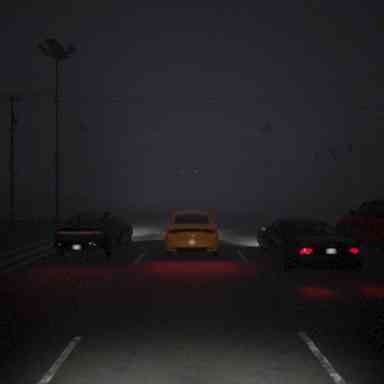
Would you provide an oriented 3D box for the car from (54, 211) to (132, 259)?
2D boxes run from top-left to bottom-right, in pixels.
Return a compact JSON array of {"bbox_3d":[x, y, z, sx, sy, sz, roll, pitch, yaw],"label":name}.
[{"bbox_3d":[-3.525,1.481,12.626,2.128,1.511,4.902,0,0,0],"label":"car"}]

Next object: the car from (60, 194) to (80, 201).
[{"bbox_3d":[-30.012,1.288,83.617,4.553,1.767,2.097,0,0,28],"label":"car"}]

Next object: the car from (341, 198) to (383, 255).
[{"bbox_3d":[6.994,1.210,11.470,2.150,2.045,5.566,0,0,0],"label":"car"}]

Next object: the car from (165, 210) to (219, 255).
[{"bbox_3d":[-0.019,1.467,13.268,1.882,1.535,5.008,0,0,0],"label":"car"}]

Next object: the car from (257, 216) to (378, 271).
[{"bbox_3d":[3.498,1.539,10.890,2.033,1.411,5.357,0,0,0],"label":"car"}]

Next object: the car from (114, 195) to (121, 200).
[{"bbox_3d":[-22.658,1.522,91.382,4.718,1.301,1.895,0,0,32],"label":"car"}]

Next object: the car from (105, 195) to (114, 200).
[{"bbox_3d":[-23.835,1.407,87.957,5.008,1.535,1.882,0,0,32],"label":"car"}]

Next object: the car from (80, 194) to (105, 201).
[{"bbox_3d":[-25.270,1.472,84.707,5.357,1.411,2.033,0,0,35],"label":"car"}]
